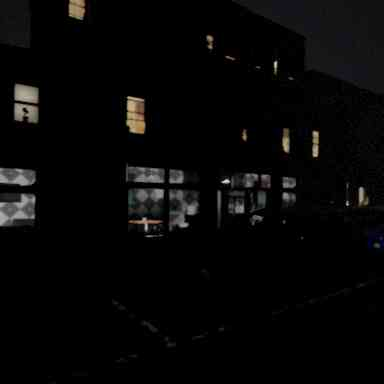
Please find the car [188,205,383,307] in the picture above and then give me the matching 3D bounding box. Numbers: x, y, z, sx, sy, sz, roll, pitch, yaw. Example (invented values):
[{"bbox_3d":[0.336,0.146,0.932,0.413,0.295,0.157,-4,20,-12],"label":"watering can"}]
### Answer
[{"bbox_3d":[2.326,1.319,8.193,5.009,1.841,2.192,0,1,-35],"label":"car"}]
